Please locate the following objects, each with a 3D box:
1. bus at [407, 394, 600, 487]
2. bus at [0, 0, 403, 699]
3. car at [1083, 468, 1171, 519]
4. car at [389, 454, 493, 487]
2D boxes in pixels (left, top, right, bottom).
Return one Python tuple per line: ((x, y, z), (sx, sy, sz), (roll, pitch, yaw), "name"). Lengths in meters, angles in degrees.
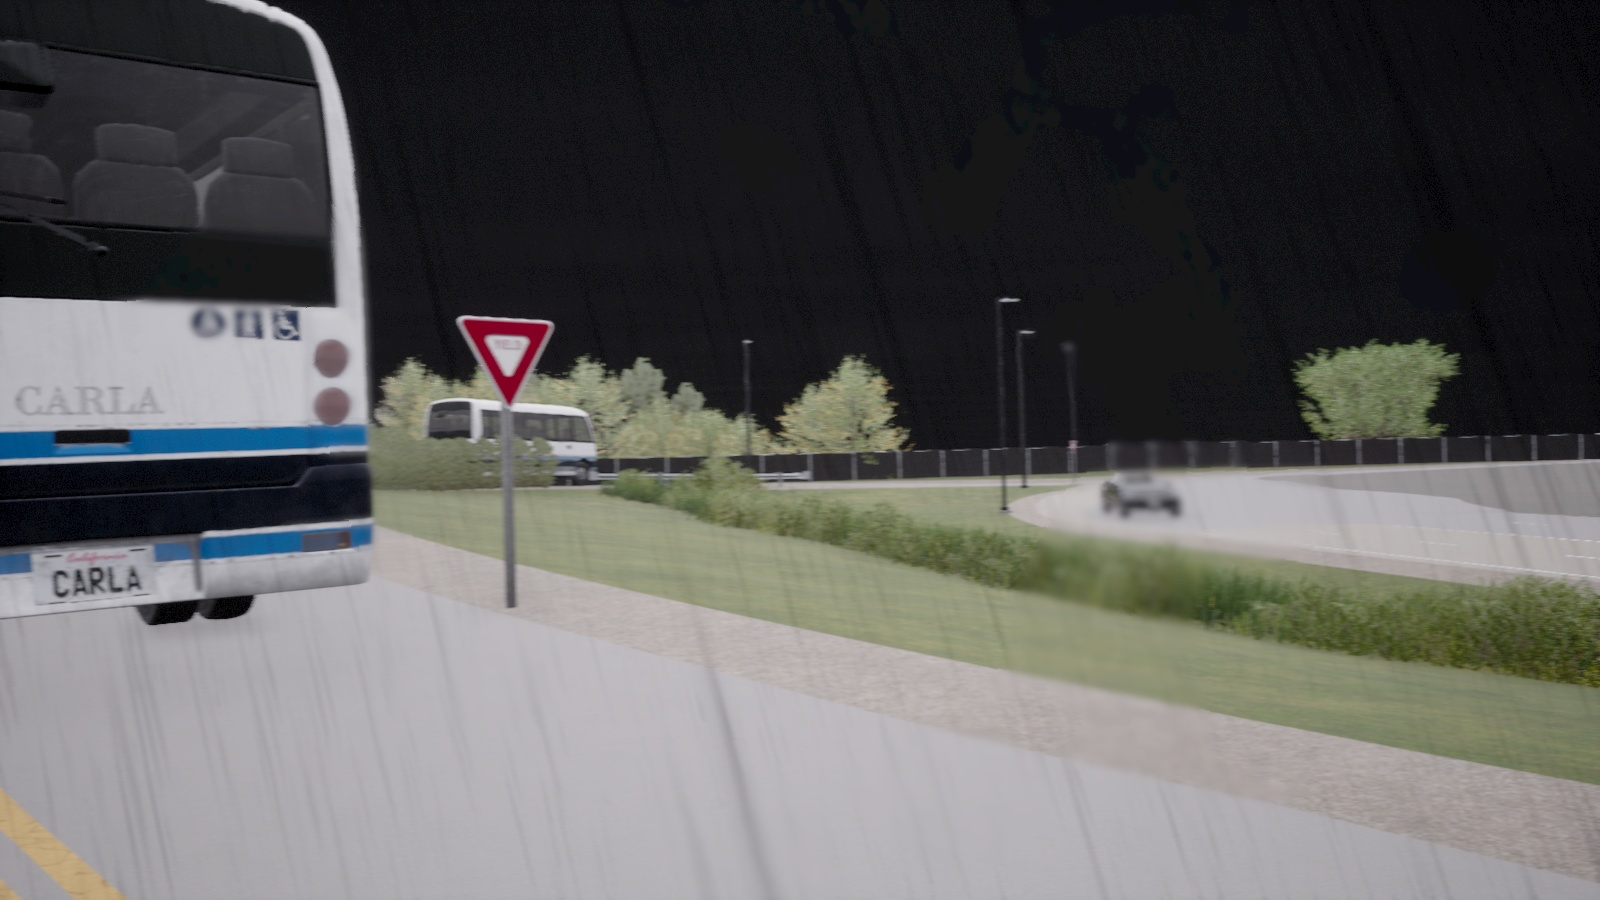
((-14.775, -0.317, 63.846), (3.944, 4.253, 10.273), (-2, -2, 25), "bus")
((-7.515, -0.812, 11.286), (3.944, 4.253, 10.273), (-2, 2, -39), "bus")
((12.222, 1.585, 47.269), (2.152, 1.651, 5.027), (-1, 0, 2), "car")
((-18.375, 1.056, 64.503), (1.801, 1.575, 5.366), (-2, -2, 30), "car")
